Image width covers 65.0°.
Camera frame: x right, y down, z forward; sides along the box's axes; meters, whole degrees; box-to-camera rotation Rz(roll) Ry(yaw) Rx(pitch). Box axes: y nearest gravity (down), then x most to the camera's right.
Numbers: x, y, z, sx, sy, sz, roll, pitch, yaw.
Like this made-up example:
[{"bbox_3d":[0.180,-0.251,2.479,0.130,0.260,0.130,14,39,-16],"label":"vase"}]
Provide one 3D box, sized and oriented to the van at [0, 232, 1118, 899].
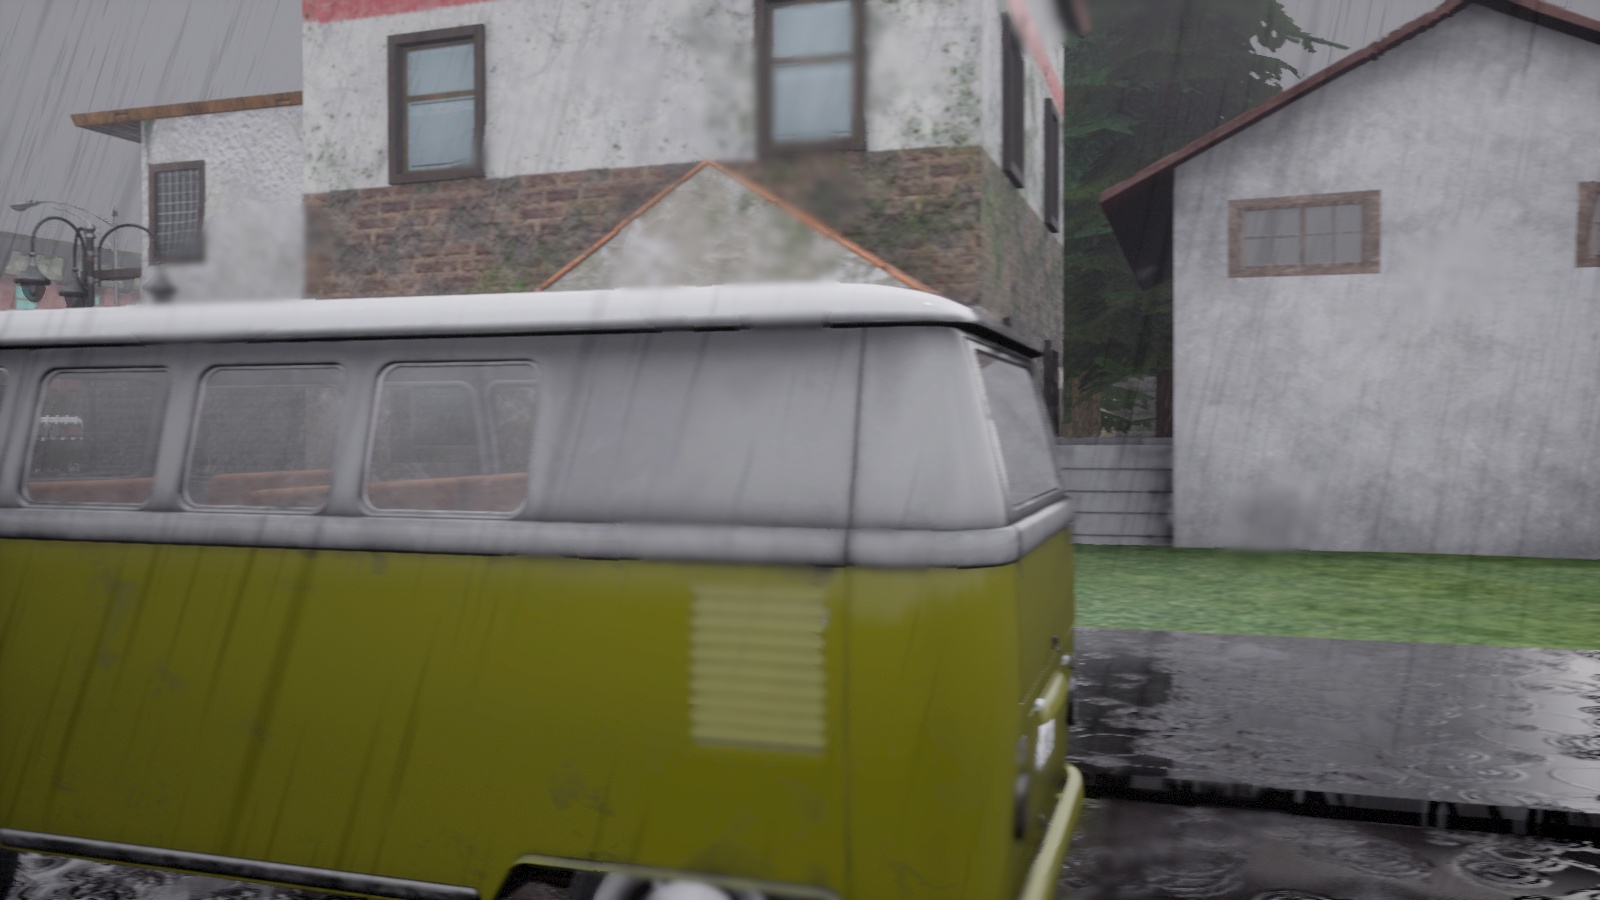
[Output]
[{"bbox_3d":[-1.312,0.504,4.126,4.442,1.987,1.775,1,1,18],"label":"van"}]
